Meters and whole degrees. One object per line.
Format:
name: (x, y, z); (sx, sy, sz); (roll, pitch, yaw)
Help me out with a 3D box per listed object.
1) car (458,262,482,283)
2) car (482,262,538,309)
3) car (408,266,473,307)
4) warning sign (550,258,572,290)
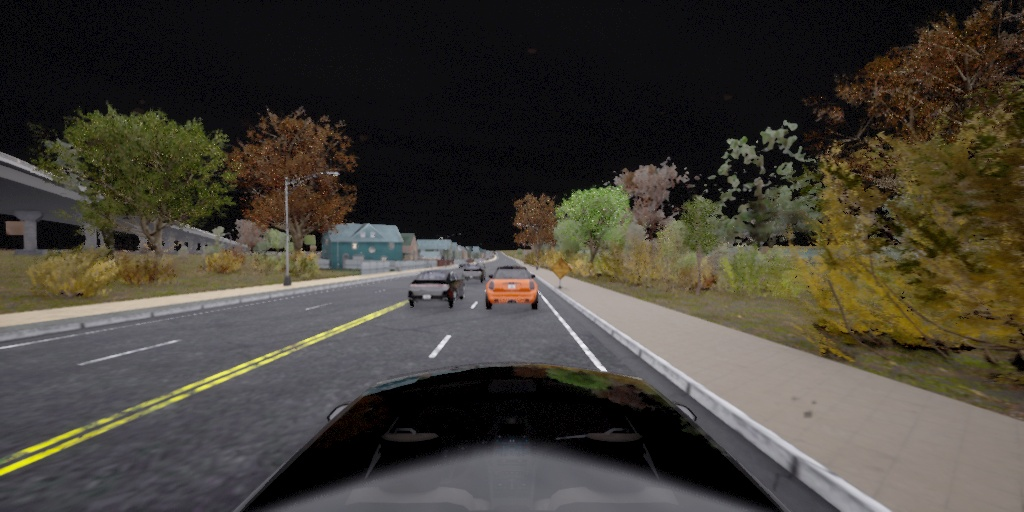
car: (-3.258, 1.497, 31.140); (2.128, 1.511, 4.902); (0, 0, 0)
car: (-0.004, 1.225, 15.897); (2.097, 1.767, 4.553); (0, -1, 0)
car: (-3.251, 1.369, 16.144); (2.128, 1.511, 4.902); (0, 0, 0)
warning sign: (2.841, 1.036, 21.201); (1.300, 1.860, 1.060); (0, 0, 0)
